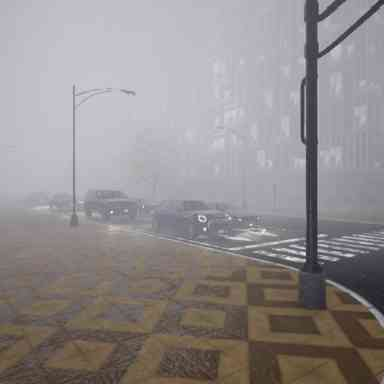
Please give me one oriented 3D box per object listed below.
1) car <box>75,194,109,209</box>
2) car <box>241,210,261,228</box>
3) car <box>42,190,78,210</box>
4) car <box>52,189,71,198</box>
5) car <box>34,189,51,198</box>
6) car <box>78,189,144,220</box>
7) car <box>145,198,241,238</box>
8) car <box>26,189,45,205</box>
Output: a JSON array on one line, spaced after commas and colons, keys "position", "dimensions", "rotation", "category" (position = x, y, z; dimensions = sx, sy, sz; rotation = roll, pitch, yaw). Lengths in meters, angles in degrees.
[{"position": [-10.623, 0.947, 35.088], "dimensions": [1.994, 1.385, 4.181], "rotation": [0, 1, -38], "category": "car"}, {"position": [1.567, 1.291, 19.677], "dimensions": [2.033, 1.411, 5.357], "rotation": [0, 1, -36], "category": "car"}, {"position": [-12.386, 0.902, 32.068], "dimensions": [2.128, 1.511, 4.902], "rotation": [0, 1, -38], "category": "car"}, {"position": [-25.629, 0.261, 65.005], "dimensions": [2.128, 1.511, 4.902], "rotation": [0, 1, -38], "category": "car"}, {"position": [-28.637, 0.238, 63.574], "dimensions": [1.882, 1.535, 5.008], "rotation": [0, 1, -38], "category": "car"}, {"position": [-5.998, 0.821, 23.955], "dimensions": [2.150, 2.045, 5.566], "rotation": [0, 1, -38], "category": "car"}, {"position": [-0.093, 1.126, 16.483], "dimensions": [2.097, 1.767, 4.553], "rotation": [0, 1, -38], "category": "car"}, {"position": [-18.761, 0.711, 40.241], "dimensions": [2.128, 1.511, 4.902], "rotation": [0, 1, -37], "category": "car"}]
